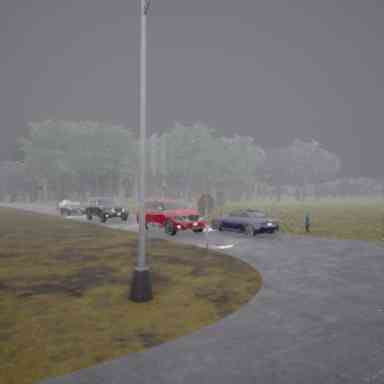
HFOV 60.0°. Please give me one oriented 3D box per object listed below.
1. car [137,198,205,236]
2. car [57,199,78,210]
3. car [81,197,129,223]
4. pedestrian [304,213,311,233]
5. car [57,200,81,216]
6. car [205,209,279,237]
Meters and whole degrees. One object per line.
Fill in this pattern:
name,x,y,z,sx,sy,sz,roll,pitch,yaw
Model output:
car,-1.417,1.408,20.409,2.150,2.045,5.566,-1,1,-36
car,-18.452,1.864,49.207,1.812,1.442,4.674,-1,0,-36
car,-7.454,1.435,28.832,2.150,2.045,5.566,-1,0,-36
pedestrian,6.732,1.805,19.322,0.500,1.100,0.500,-1,1,-36
car,-13.256,1.795,36.919,1.812,1.442,4.674,-1,0,-35
car,2.985,1.699,19.359,1.994,1.385,4.181,-1,1,-36
